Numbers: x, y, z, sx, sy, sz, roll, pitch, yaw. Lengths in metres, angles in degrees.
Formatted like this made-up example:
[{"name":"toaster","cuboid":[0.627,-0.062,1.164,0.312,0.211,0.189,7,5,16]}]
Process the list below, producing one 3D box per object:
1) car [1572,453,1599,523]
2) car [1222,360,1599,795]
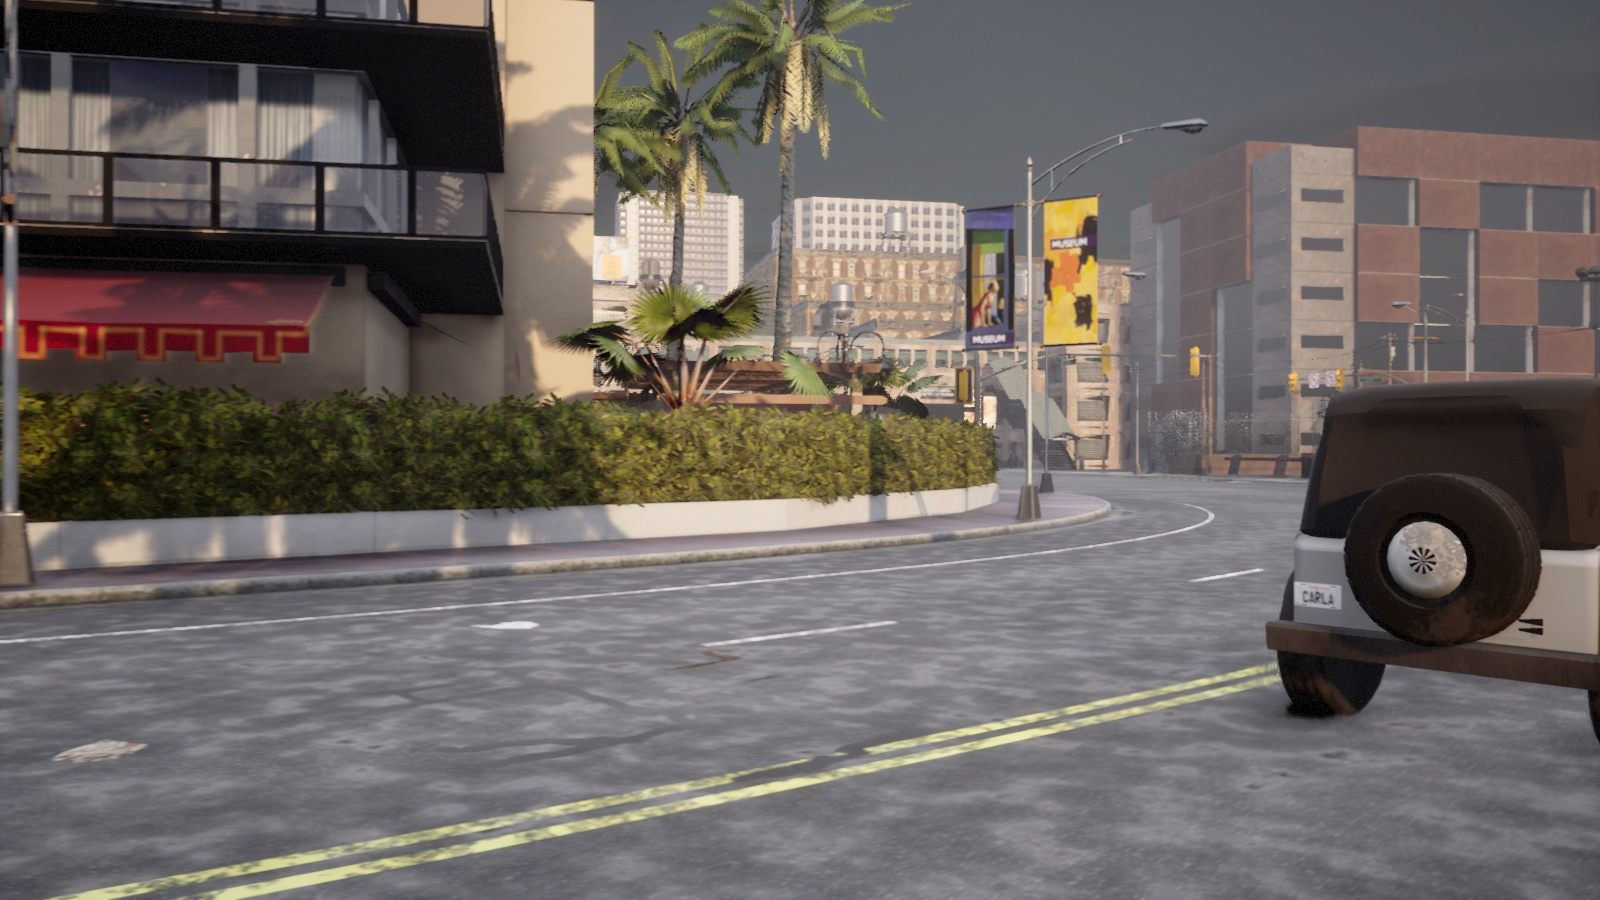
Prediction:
[{"name":"car","cuboid":[17.857,0.794,26.625,1.816,1.474,4.193,0,0,21]},{"name":"car","cuboid":[4.365,0.552,7.324,3.866,1.878,1.905,0,0,-41]}]
